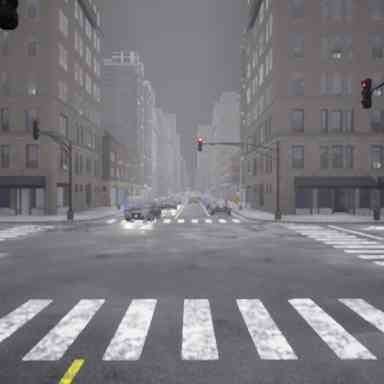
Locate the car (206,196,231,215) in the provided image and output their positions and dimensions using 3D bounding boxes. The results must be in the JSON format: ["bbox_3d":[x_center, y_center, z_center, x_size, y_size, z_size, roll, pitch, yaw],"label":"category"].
[{"bbox_3d":[2.790,1.452,33.484,1.967,1.590,4.097,0,0,0],"label":"car"}]

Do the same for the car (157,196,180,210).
[{"bbox_3d":[-2.937,1.580,42.908,1.994,1.385,4.181,0,0,0],"label":"car"}]

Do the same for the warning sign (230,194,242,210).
[{"bbox_3d":[5.214,1.130,39.469,1.300,1.860,1.060,0,0,0],"label":"warning sign"}]

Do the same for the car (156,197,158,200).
[{"bbox_3d":[-5.693,1.582,44.850,1.947,1.339,4.313,0,0,0],"label":"car"}]

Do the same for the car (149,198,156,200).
[{"bbox_3d":[-5.715,1.454,39.182,1.967,1.590,4.097,0,0,0],"label":"car"}]

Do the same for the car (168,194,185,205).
[{"bbox_3d":[-2.853,1.512,59.325,2.128,1.511,4.902,0,0,1],"label":"car"}]

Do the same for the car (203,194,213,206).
[{"bbox_3d":[2.832,1.456,44.822,1.967,1.590,4.097,0,0,0],"label":"car"}]

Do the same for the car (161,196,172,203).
[{"bbox_3d":[-5.586,1.565,73.191,1.887,1.381,4.507,0,0,0],"label":"car"}]

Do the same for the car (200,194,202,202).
[{"bbox_3d":[2.897,1.546,61.999,1.752,1.417,4.829,0,0,0],"label":"car"}]

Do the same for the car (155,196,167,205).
[{"bbox_3d":[-5.630,1.546,61.685,1.752,1.417,4.829,0,0,0],"label":"car"}]

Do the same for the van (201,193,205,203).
[{"bbox_3d":[2.875,1.360,56.160,1.690,1.788,3.998,0,0,0],"label":"van"}]

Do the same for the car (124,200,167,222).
[{"bbox_3d":[-3.733,1.573,26.292,1.994,1.385,4.181,0,0,11],"label":"car"}]

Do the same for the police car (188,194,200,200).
[{"bbox_3d":[0.630,1.443,95.504,1.930,1.638,5.238,0,0,-16],"label":"police car"}]

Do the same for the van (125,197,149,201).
[{"bbox_3d":[-5.736,1.353,33.513,1.690,1.788,3.998,0,0,0],"label":"van"}]

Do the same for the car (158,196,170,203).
[{"bbox_3d":[-5.607,1.587,67.523,1.947,1.339,4.313,0,0,0],"label":"car"}]

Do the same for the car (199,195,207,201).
[{"bbox_3d":[3.003,1.584,90.176,1.947,1.339,4.313,0,0,0],"label":"car"}]

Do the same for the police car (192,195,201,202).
[{"bbox_3d":[1.093,1.445,79.580,1.930,1.638,5.238,0,0,-1],"label":"police car"}]

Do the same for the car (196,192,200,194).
[{"bbox_3d":[0.272,1.313,73.057,1.882,1.535,5.008,0,0,0],"label":"car"}]

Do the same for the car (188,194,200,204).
[{"bbox_3d":[0.234,1.621,63.083,1.895,1.301,4.718,0,0,0],"label":"car"}]

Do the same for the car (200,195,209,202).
[{"bbox_3d":[2.961,1.460,78.838,1.967,1.590,4.097,0,0,0],"label":"car"}]

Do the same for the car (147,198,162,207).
[{"bbox_3d":[-5.672,1.600,50.518,1.802,1.307,4.206,0,0,0],"label":"car"}]

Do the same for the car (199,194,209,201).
[{"bbox_3d":[2.982,1.334,84.506,2.192,1.841,5.009,0,0,0],"label":"car"}]

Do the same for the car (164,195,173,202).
[{"bbox_3d":[-5.566,1.545,78.690,1.752,1.417,4.829,0,0,0],"label":"car"}]
